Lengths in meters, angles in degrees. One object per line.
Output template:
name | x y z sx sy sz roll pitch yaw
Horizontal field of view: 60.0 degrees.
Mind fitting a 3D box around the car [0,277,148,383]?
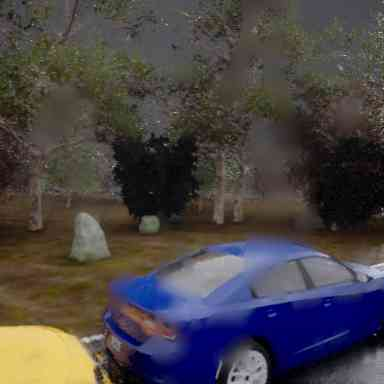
car | -3.122 1.472 1.821 5.366 1.575 1.946 0 0 -33

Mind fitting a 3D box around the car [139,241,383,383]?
car | 1.252 1.492 4.953 5.008 1.535 2.097 0 0 -33
